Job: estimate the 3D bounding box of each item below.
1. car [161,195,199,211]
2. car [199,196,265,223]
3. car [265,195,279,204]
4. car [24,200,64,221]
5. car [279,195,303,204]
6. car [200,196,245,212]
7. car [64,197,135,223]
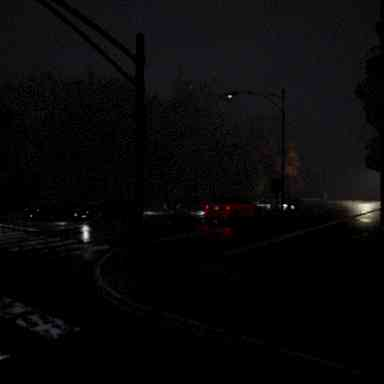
[{"bbox_3d":[-1.117,1.080,33.485,2.128,1.511,4.902,1,1,37],"label":"car"},{"bbox_3d":[2.794,1.033,22.244,2.097,1.767,4.553,1,0,37],"label":"car"},{"bbox_3d":[11.823,1.180,50.719,1.895,1.301,4.718,1,0,37],"label":"car"},{"bbox_3d":[-8.941,1.204,22.980,1.895,1.301,4.718,1,0,37],"label":"car"},{"bbox_3d":[15.032,1.183,49.572,1.994,1.385,4.181,1,0,37],"label":"car"},{"bbox_3d":[3.241,1.165,33.898,2.033,1.411,5.357,1,0,37],"label":"car"},{"bbox_3d":[-5.580,1.135,22.052,1.837,1.490,4.892,1,0,37],"label":"car"}]
